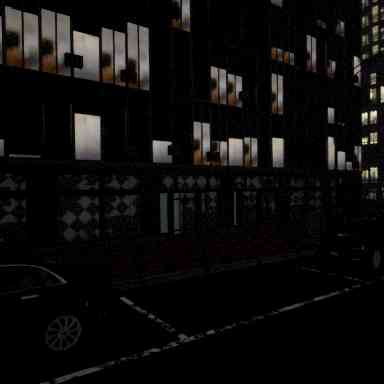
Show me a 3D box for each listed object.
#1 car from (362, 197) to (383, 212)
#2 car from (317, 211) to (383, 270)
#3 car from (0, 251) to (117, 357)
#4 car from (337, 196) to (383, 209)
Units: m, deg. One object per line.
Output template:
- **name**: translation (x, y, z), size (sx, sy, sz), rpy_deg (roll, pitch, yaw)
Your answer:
- **car**: translation (18.052, 1.442, 34.343), size (1.994, 1.385, 4.181), rpy_deg (-1, 1, -35)
- **car**: translation (5.964, 1.542, 10.992), size (4.507, 1.381, 1.887), rpy_deg (0, -1, -36)
- **car**: translation (-3.210, 1.551, 4.413), size (4.403, 1.369, 2.008), rpy_deg (0, -1, -36)
- **car**: translation (20.550, 1.274, 40.850), size (1.752, 1.417, 4.829), rpy_deg (-1, 1, -35)
